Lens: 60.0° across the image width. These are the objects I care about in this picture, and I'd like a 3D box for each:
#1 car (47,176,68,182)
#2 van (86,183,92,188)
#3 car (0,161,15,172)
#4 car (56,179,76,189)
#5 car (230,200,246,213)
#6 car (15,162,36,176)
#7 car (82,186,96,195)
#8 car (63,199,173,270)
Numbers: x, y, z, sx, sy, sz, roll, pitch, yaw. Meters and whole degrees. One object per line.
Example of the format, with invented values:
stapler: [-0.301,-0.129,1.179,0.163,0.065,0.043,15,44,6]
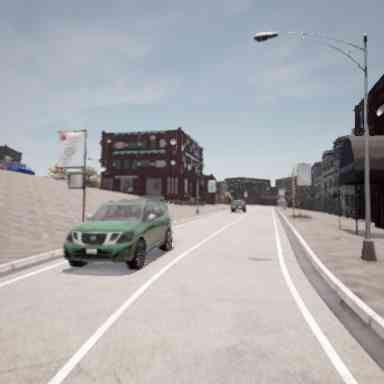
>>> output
car: [-22.533,-1.786,54.491,2.002,1.452,4.674,1,-3,0]
van: [-23.206,-0.960,71.210,1.878,1.987,4.442,1,-4,-3]
car: [-22.837,-2.844,37.873,2.185,1.767,4.553,0,-3,3]
car: [-22.655,-1.447,60.022,2.002,1.452,4.674,1,-4,-2]
car: [7.577,2.242,53.779,2.150,2.045,5.566,0,-1,14]
car: [-22.604,-2.691,43.478,2.435,2.045,5.566,0,-3,2]
car: [-23.645,-0.315,76.621,2.163,1.488,4.792,1,-4,-4]
car: [-2.227,1.296,11.757,2.150,2.045,5.566,0,-1,11]
